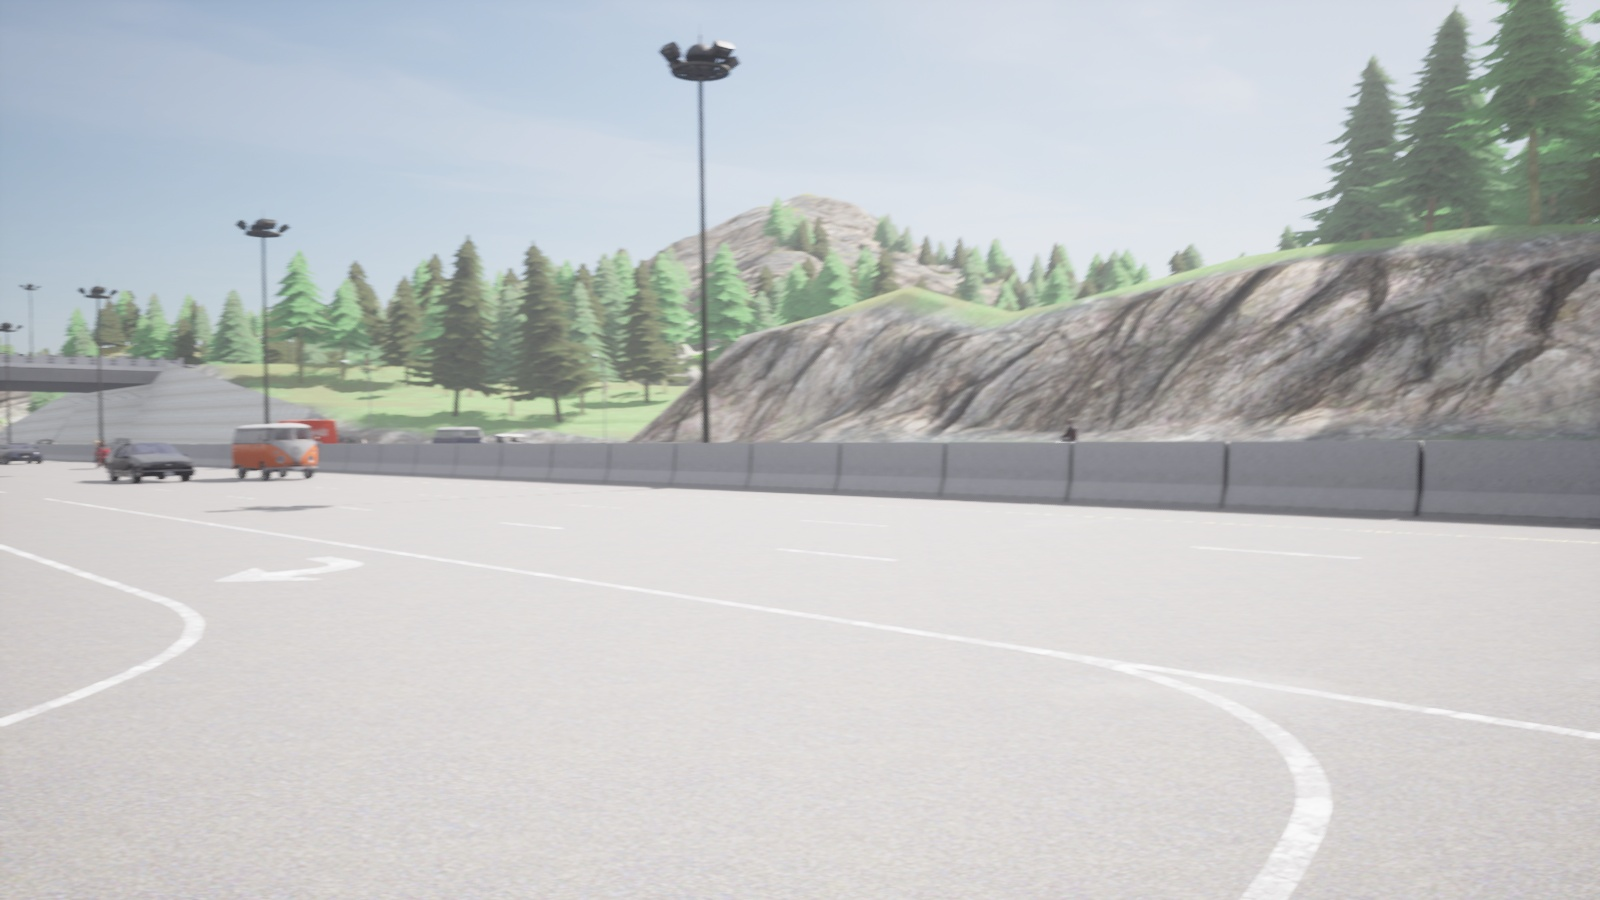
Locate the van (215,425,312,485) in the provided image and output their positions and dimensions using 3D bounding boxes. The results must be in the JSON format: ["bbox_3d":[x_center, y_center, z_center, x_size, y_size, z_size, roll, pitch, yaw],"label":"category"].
[{"bbox_3d":[-19.087,0.157,44.578,1.775,1.987,4.442,-2,1,-42],"label":"van"}]

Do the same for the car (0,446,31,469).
[{"bbox_3d":[-50.393,0.451,79.700,1.994,1.385,4.181,-2,1,-42],"label":"car"}]

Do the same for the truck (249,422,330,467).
[{"bbox_3d":[-29.168,-0.323,71.650,2.627,2.467,5.204,-2,1,-42],"label":"truck"}]

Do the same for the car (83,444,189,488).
[{"bbox_3d":[-23.396,0.528,44.162,2.033,1.411,5.357,-2,1,-42],"label":"car"}]

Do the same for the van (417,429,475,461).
[{"bbox_3d":[-22.603,-0.315,80.068,1.775,1.987,4.442,-2,1,-42],"label":"van"}]

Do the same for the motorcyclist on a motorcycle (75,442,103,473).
[{"bbox_3d":[-35.955,0.377,63.504,0.797,1.523,2.044,-2,1,-42],"label":"motorcyclist on a motorcycle"}]

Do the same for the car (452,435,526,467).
[{"bbox_3d":[-15.193,0.058,61.248,1.970,1.475,3.806,-2,1,-42],"label":"car"}]

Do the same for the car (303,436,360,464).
[{"bbox_3d":[-28.385,-0.016,76.042,1.851,1.617,3.988,-2,1,-42],"label":"car"}]
